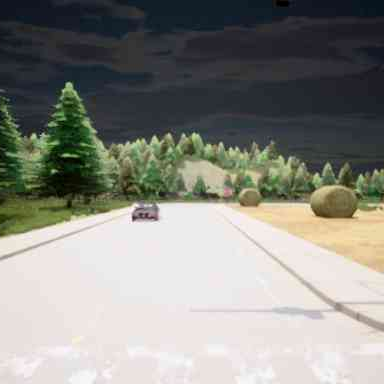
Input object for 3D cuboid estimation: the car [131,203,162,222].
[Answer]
[{"bbox_3d":[-3.513,1.543,26.172,1.994,1.385,4.181,0,0,0],"label":"car"}]
